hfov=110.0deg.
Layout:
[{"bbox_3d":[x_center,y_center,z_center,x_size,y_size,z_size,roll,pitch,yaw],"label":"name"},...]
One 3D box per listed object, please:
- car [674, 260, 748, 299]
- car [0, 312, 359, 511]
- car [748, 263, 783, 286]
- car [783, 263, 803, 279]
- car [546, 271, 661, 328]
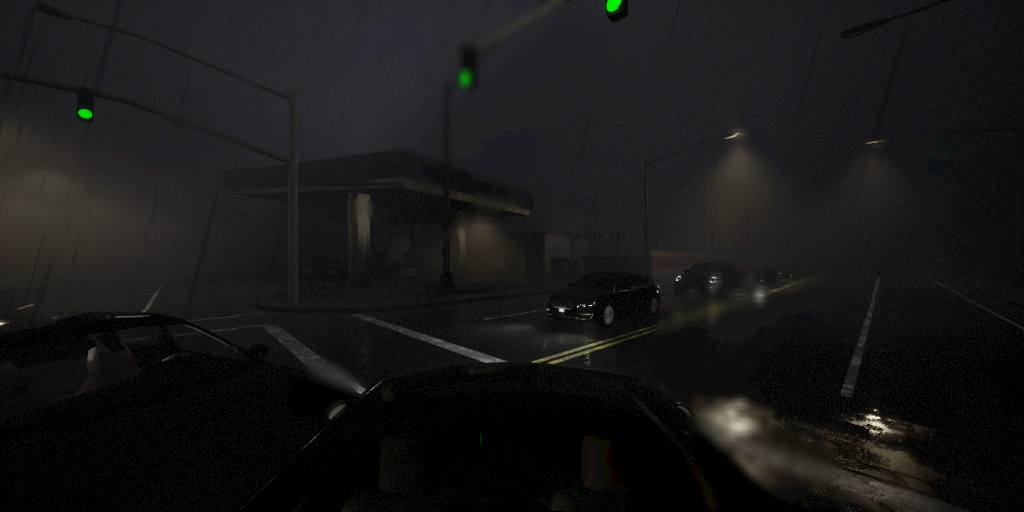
[{"bbox_3d":[10.092,1.102,18.333,4.553,1.767,2.097,0,0,-44],"label":"car"},{"bbox_3d":[-3.368,1.242,2.739,4.902,1.511,2.128,0,0,16],"label":"car"},{"bbox_3d":[17.157,1.314,25.102,4.181,1.385,1.994,0,0,-45],"label":"car"},{"bbox_3d":[24.432,1.314,32.009,4.181,1.385,1.994,0,0,-43],"label":"car"},{"bbox_3d":[3.115,1.255,11.627,4.892,1.490,1.837,0,0,-44],"label":"car"}]
